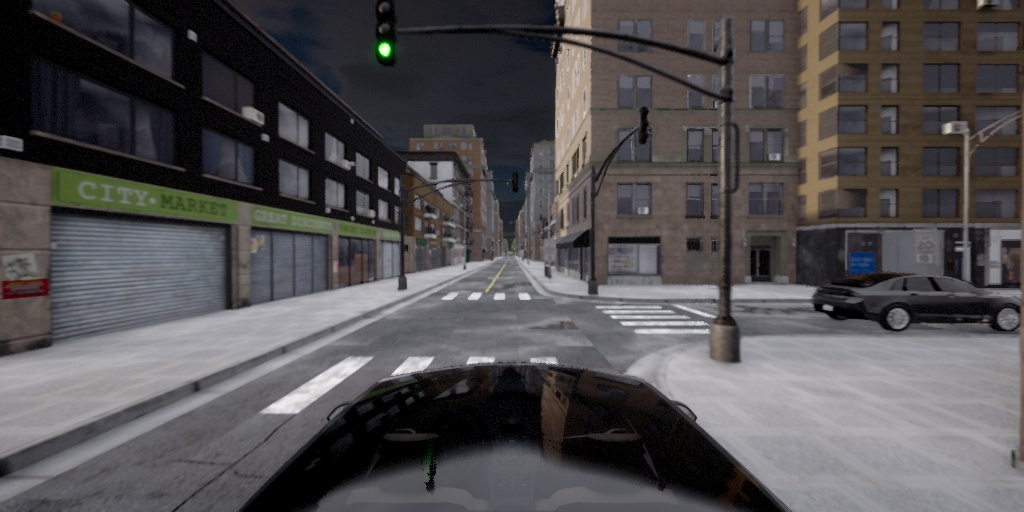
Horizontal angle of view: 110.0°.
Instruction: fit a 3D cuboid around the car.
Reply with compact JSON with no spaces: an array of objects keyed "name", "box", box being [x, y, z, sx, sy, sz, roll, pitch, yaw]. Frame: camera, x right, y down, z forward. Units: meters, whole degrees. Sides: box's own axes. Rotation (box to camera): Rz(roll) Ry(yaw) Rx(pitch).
[{"name":"car","box":[11.380,1.229,10.175,4.892,1.490,1.837,0,0,0]}]
